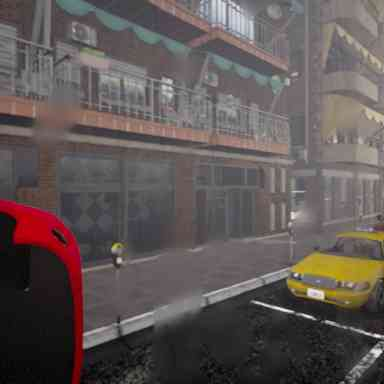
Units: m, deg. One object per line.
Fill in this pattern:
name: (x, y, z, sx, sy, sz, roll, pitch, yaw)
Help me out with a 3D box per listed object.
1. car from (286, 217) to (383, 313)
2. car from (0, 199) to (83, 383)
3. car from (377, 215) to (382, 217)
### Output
car: (3.940, 1.525, 7.727, 1.752, 1.417, 4.829, 0, 0, 45)
car: (-3.697, 0.960, 2.468, 5.566, 2.150, 2.045, 4, 14, -16)
car: (7.961, 1.317, 11.761, 2.192, 1.841, 5.009, 0, 0, 45)
